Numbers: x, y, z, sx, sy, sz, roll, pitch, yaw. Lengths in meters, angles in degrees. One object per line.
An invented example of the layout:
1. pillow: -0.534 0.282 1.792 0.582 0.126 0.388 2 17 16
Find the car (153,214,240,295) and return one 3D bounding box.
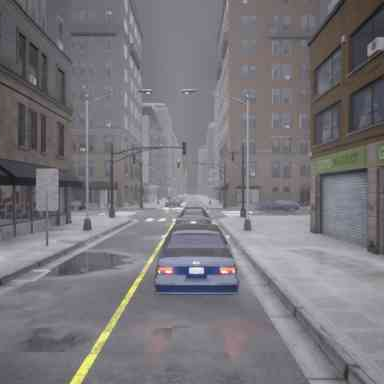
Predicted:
1. car: 0.098 1.547 8.853 2.033 1.411 5.357 0 0 0

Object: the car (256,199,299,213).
1. car: 9.418 1.526 36.719 4.674 1.442 1.812 0 0 0

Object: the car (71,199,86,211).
1. car: -14.677 1.539 39.337 4.313 1.339 1.947 0 0 0

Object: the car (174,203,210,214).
1. car: 0.095 1.563 19.399 1.994 1.385 4.181 0 0 1

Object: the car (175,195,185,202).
1. car: -2.621 1.528 74.796 2.128 1.511 4.902 0 0 0

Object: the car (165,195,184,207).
1. car: -2.785 1.351 49.885 2.097 1.767 4.553 0 0 1
